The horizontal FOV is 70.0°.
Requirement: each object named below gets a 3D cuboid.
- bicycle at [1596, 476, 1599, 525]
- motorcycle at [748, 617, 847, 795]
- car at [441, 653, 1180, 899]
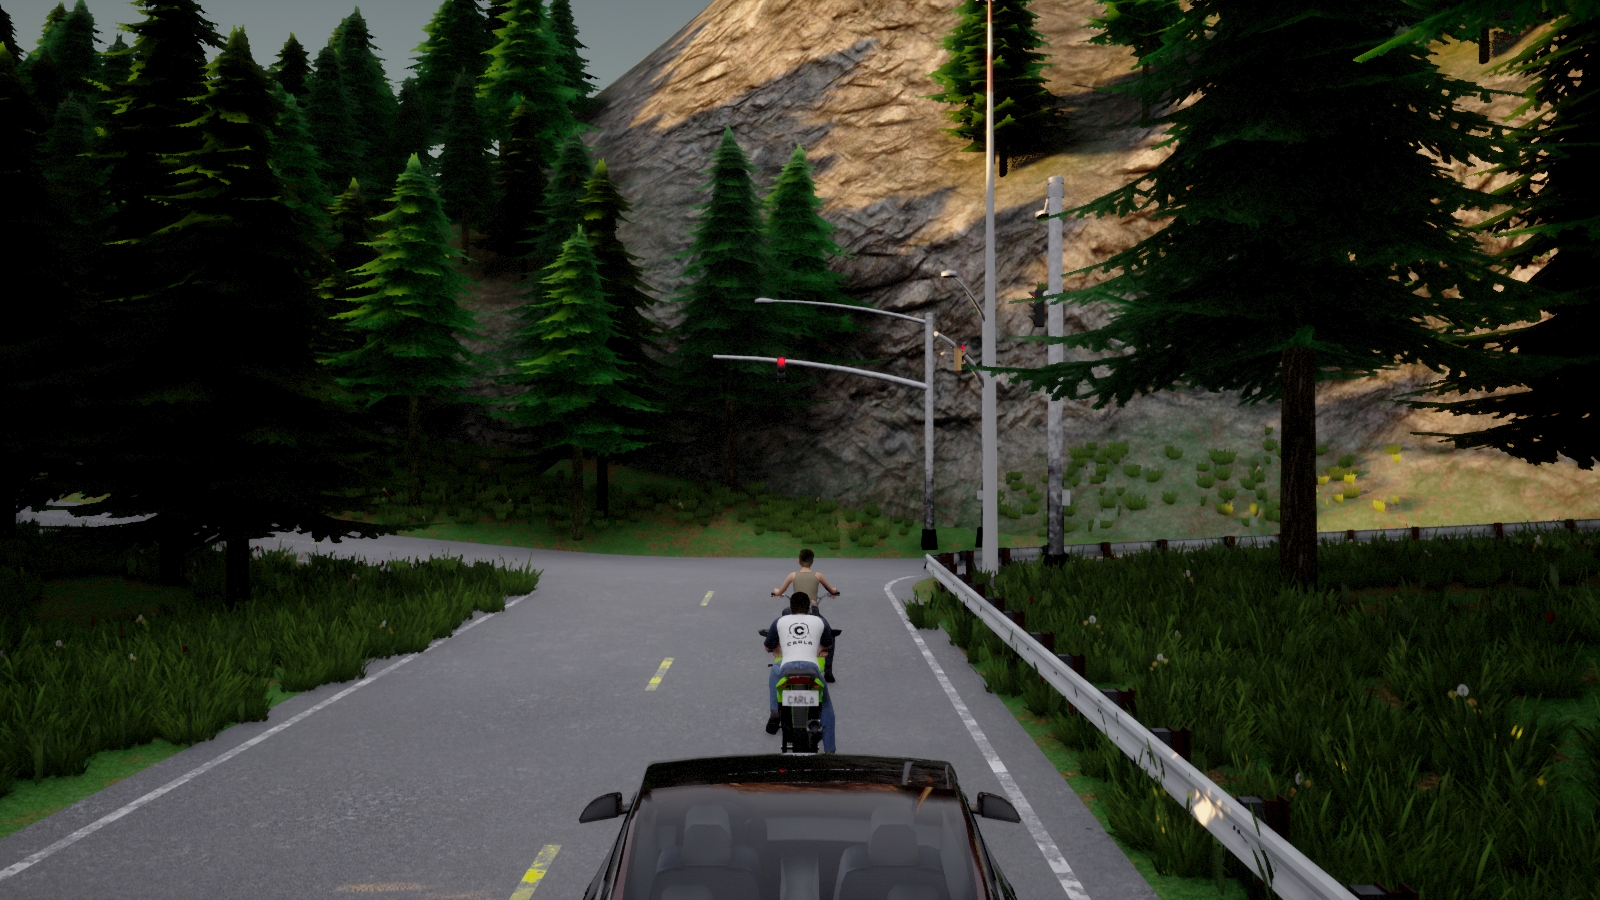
[{"bbox_3d":[21.725,1.355,29.474,1.835,1.471,0.329,-5,-2,26],"label":"bicycle"},{"bbox_3d":[-0.020,2.213,10.238,0.803,1.145,2.033,0,0,0],"label":"motorcycle"},{"bbox_3d":[0.029,2.063,5.012,2.163,1.488,4.792,0,0,0],"label":"car"}]
